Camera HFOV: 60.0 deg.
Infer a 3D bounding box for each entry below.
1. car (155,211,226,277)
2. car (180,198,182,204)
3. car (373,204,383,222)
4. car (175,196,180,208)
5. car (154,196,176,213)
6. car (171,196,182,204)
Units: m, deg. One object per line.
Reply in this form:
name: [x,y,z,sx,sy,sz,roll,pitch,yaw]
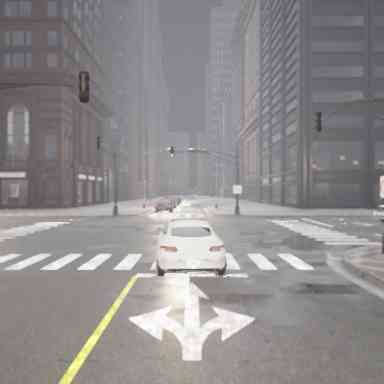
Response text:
car: [-0.131,1.529,10.190,1.812,1.442,4.674,0,0,-4]
car: [-3.044,1.606,56.389,1.895,1.301,4.718,0,0,0]
car: [15.490,1.162,22.708,5.566,2.045,2.150,0,0,0]
car: [-3.072,1.504,46.560,1.837,1.490,4.892,0,0,0]
car: [-3.046,1.522,37.385,1.812,1.442,4.674,0,0,0]
car: [-3.085,1.580,66.300,1.994,1.385,4.181,0,0,0]
